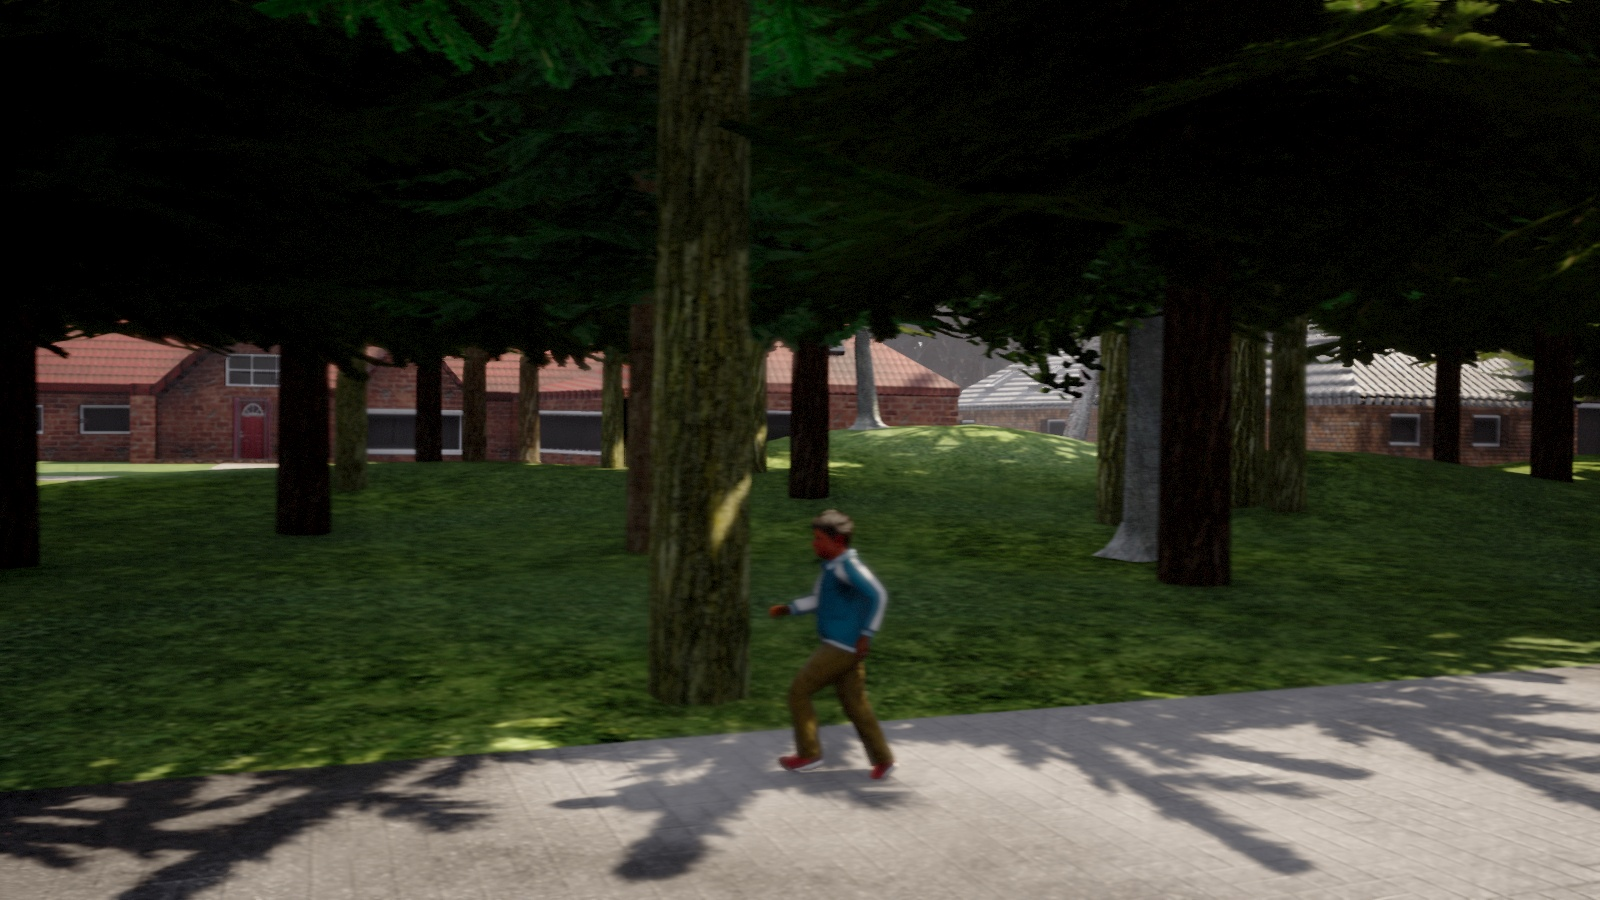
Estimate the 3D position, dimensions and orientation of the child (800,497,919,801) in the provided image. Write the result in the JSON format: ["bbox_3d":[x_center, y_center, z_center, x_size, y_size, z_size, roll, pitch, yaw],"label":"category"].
[{"bbox_3d":[0.239,0.801,5.187,0.448,1.192,0.343,-1,1,-3],"label":"child"}]
